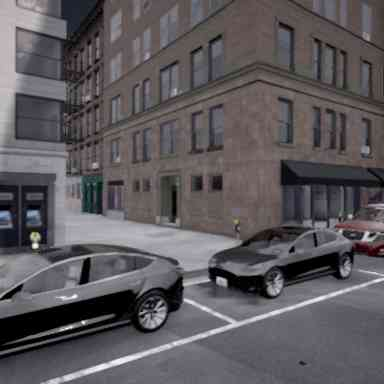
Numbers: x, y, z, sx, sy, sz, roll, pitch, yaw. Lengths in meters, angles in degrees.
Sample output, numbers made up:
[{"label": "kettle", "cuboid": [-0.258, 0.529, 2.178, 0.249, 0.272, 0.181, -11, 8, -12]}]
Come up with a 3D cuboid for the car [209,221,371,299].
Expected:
[{"label": "car", "cuboid": [2.421, 1.576, 8.492, 4.313, 1.339, 1.947, 0, 0, -36]}]

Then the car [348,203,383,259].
[{"label": "car", "cuboid": [6.966, 1.333, 11.736, 5.009, 1.841, 2.192, 0, 0, -36]}]

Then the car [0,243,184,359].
[{"label": "car", "cuboid": [-2.126, 1.567, 5.245, 4.313, 1.339, 1.947, 0, 0, -36]}]
